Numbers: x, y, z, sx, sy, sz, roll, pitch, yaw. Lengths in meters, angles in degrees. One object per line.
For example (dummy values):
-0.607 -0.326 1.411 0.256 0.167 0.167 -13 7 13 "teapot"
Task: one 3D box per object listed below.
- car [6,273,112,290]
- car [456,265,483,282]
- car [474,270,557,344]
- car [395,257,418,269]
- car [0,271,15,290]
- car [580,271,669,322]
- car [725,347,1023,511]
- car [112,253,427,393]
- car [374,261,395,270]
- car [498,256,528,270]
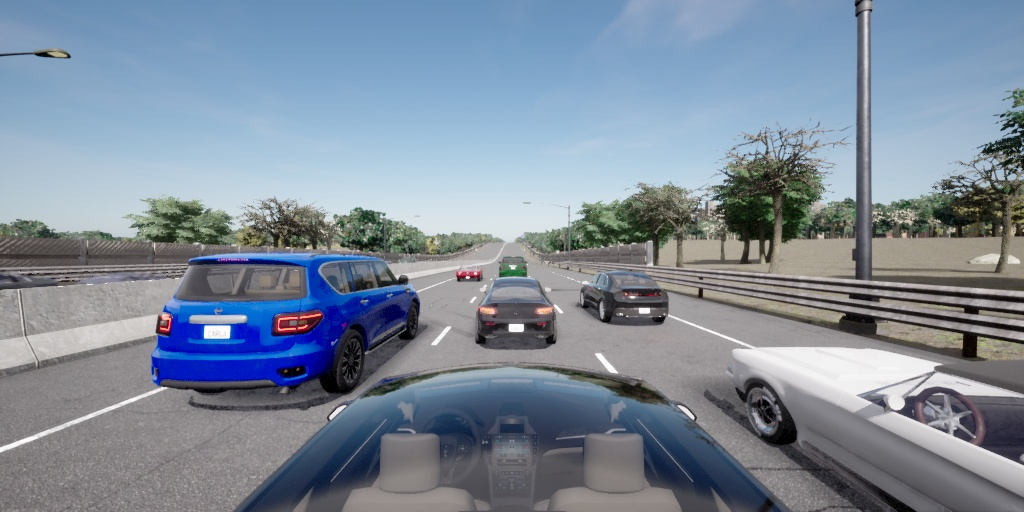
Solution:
-14.111 1.308 12.839 1.994 1.385 4.181 0 0 0 "car"
-3.423 1.370 29.680 1.895 1.301 4.718 0 0 -1 "car"
0.092 1.271 9.485 1.812 1.442 4.674 0 0 0 "car"
-17.558 1.164 60.091 2.150 2.045 5.566 0 -1 0 "car"
-17.609 1.236 11.158 2.128 1.511 4.902 0 0 0 "car"
3.594 1.249 12.199 1.837 1.490 4.892 0 0 0 "car"
3.597 1.350 2.337 1.895 1.301 4.718 0 0 0 "car"
-3.405 0.969 6.821 2.150 2.045 5.566 0 0 0 "car"
-21.066 1.474 59.302 1.812 1.442 4.674 0 -1 0 "car"
0.074 0.988 28.792 2.150 2.045 5.566 0 0 0 "car"
